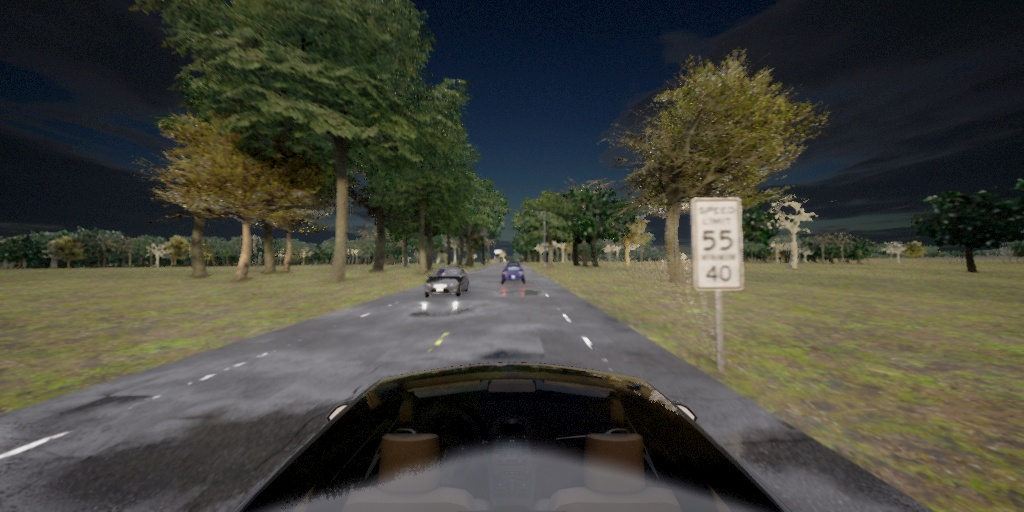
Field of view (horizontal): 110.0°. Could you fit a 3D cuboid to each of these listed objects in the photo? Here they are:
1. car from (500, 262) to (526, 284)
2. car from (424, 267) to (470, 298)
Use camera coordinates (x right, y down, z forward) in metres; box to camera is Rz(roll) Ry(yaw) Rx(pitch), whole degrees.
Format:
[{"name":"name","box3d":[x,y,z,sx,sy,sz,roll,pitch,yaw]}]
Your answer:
[{"name":"car","box3d":[0.105,1.373,28.277,1.812,1.442,4.674,-1,0,1]},{"name":"car","box3d":[-3.448,1.365,19.612,2.128,1.511,4.902,-1,0,0]}]
